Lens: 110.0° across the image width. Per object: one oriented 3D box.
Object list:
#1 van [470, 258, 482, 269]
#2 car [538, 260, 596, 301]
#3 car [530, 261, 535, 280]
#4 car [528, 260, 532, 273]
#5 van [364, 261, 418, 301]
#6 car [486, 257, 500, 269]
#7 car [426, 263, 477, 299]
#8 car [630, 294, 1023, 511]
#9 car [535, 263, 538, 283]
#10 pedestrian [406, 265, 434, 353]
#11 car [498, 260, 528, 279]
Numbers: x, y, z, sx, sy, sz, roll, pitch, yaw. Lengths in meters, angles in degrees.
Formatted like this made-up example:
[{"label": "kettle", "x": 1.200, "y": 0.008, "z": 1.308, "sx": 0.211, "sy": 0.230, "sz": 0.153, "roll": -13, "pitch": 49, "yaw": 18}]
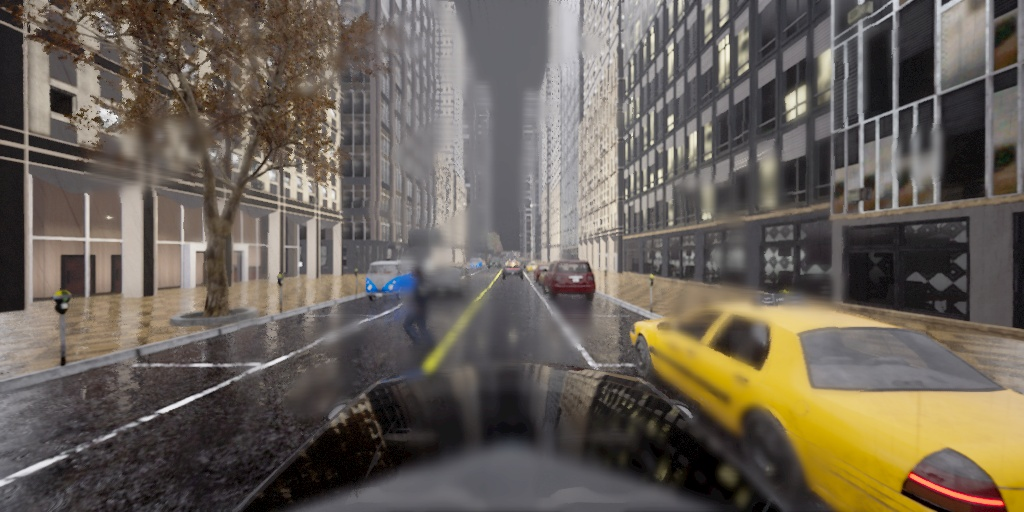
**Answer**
[{"label": "van", "x": -5.700, "y": 1.219, "z": 57.320, "sx": 1.690, "sy": 1.789, "sz": 3.998, "roll": 0, "pitch": 0, "yaw": 0}, {"label": "car", "x": 2.687, "y": 1.107, "z": 17.428, "sx": 2.192, "sy": 1.841, "sz": 5.009, "roll": 0, "pitch": 0, "yaw": 0}, {"label": "car", "x": 2.685, "y": 1.366, "z": 28.824, "sx": 1.888, "sy": 1.381, "sz": 4.507, "roll": 0, "pitch": 0, "yaw": 0}, {"label": "car", "x": 2.683, "y": 1.383, "z": 46.090, "sx": 1.751, "sy": 1.417, "sz": 4.829, "roll": 0, "pitch": 0, "yaw": 0}, {"label": "van", "x": -5.693, "y": 1.133, "z": 17.432, "sx": 1.690, "sy": 1.789, "sz": 3.998, "roll": 0, "pitch": 0, "yaw": 0}, {"label": "car", "x": -3.010, "y": 1.213, "z": 62.012, "sx": 2.150, "sy": 2.045, "sz": 5.566, "roll": 0, "pitch": 0, "yaw": 0}, {"label": "car", "x": -3.102, "y": 1.299, "z": 18.327, "sx": 1.837, "sy": 1.490, "sz": 4.892, "roll": 0, "pitch": 0, "yaw": 0}, {"label": "car", "x": 2.999, "y": 1.213, "z": 4.321, "sx": 1.801, "sy": 1.575, "sz": 5.366, "roll": 0, "pitch": 0, "yaw": 0}, {"label": "car", "x": 2.686, "y": 1.332, "z": 23.296, "sx": 1.751, "sy": 1.417, "sz": 4.829, "roll": 0, "pitch": 0, "yaw": 0}, {"label": "pedestrian", "x": -1.870, "y": 1.059, "z": 7.308, "sx": 0.375, "sy": 1.860, "sz": 0.375, "roll": 0, "pitch": 0, "yaw": 0}, {"label": "car", "x": 0.086, "y": 1.324, "z": 33.904, "sx": 2.128, "sy": 1.511, "sz": 4.902, "roll": 0, "pitch": 0, "yaw": 0}]
